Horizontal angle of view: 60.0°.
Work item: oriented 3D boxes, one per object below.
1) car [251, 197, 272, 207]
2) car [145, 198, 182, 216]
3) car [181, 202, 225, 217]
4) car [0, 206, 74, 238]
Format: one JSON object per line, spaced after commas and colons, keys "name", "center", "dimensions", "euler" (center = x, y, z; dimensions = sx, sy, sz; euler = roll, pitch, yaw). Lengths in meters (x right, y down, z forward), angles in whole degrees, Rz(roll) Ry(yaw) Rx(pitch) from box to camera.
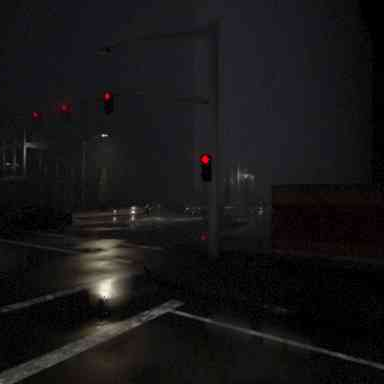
{"name": "car", "center": [10.936, 1.584, 52.222], "dimensions": [1.837, 1.490, 4.892], "euler": [0, -1, 36]}
{"name": "car", "center": [-2.659, 1.429, 33.373], "dimensions": [2.097, 1.767, 4.553], "euler": [0, 0, 36]}
{"name": "car", "center": [1.375, 1.674, 32.998], "dimensions": [1.895, 1.301, 4.718], "euler": [0, 0, 36]}
{"name": "car", "center": [-8.999, 1.565, 18.509], "dimensions": [2.128, 1.511, 4.902], "euler": [0, 0, 36]}
